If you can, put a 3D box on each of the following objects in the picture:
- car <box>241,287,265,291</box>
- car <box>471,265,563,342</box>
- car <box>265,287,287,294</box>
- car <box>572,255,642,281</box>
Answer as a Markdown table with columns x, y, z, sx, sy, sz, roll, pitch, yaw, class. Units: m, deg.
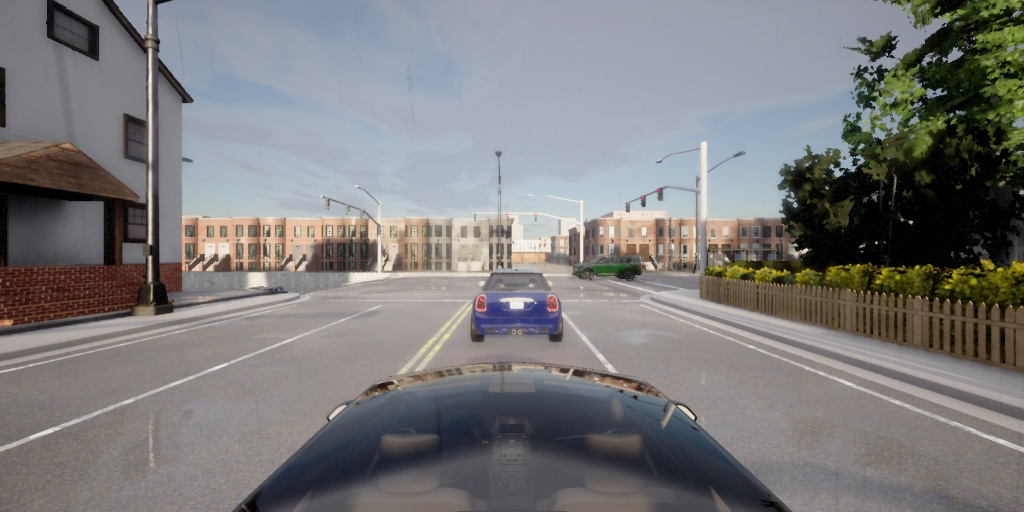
| x | y | z | sx | sy | sz | roll | pitch | yaw | class |
| --- | --- | --- | --- | --- | --- | --- | --- | --- | --- |
| -20.967 | 3.362 | 25.817 | 4.718 | 1.301 | 1.895 | -13 | 1 | 0 | car |
| 0.109 | 1.102 | 9.948 | 2.097 | 1.767 | 4.553 | 0 | 0 | 0 | car |
| -21.605 | 3.397 | 29.518 | 5.357 | 1.411 | 2.033 | -13 | 1 | 0 | car |
| 7.836 | 0.972 | 29.636 | 5.566 | 2.045 | 2.150 | 0 | 0 | 0 | car |
